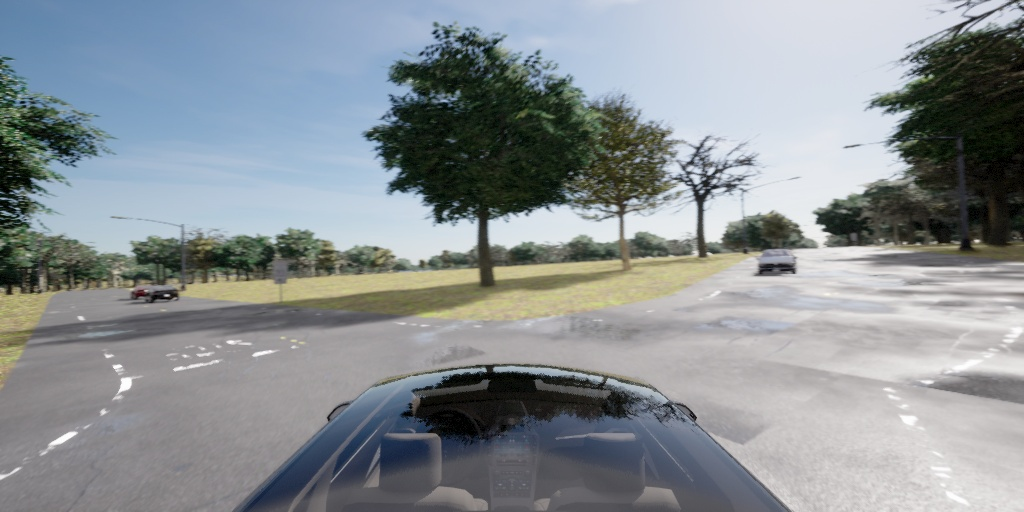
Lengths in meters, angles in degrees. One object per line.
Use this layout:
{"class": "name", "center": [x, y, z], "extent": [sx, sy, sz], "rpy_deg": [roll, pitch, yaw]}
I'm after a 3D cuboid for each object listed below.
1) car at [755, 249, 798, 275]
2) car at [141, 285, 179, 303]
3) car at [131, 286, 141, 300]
{"class": "car", "center": [16.077, 0.293, 21.748], "extent": [2.033, 1.411, 5.357], "rpy_deg": [-3, 0, 38]}
{"class": "car", "center": [-33.156, 3.554, 33.954], "extent": [5.008, 1.535, 1.882], "rpy_deg": [-4, -2, 38]}
{"class": "car", "center": [-41.373, 4.043, 40.439], "extent": [5.008, 1.535, 1.882], "rpy_deg": [-3, -2, 38]}
